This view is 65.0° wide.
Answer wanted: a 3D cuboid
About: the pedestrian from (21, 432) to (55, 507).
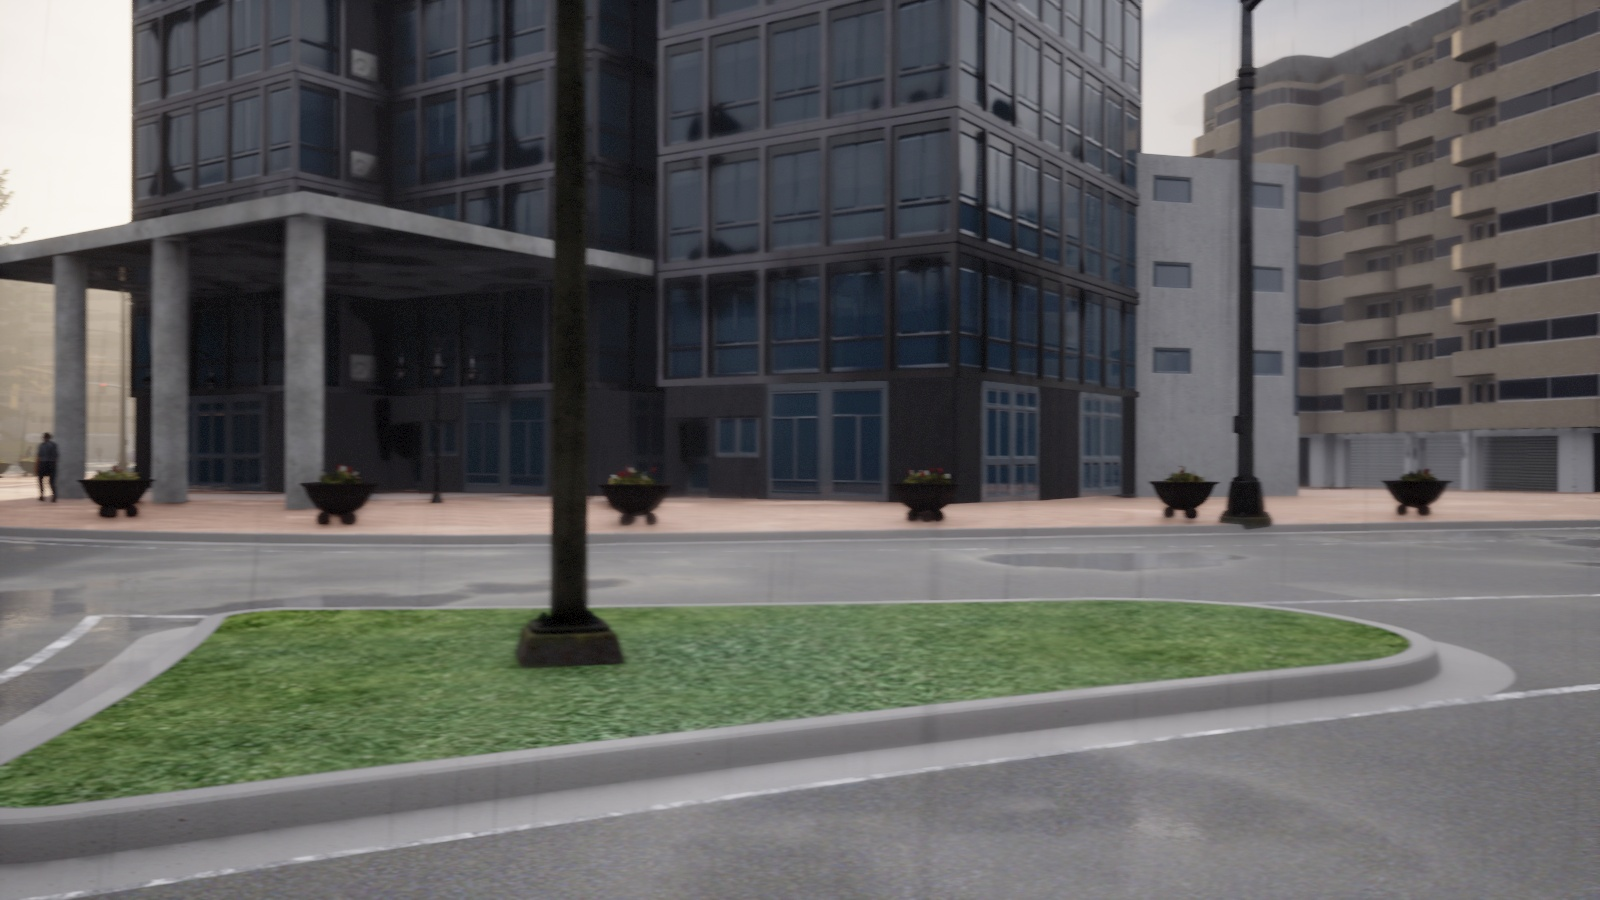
[{"bbox_3d":[-19.130,0.482,31.524,0.694,1.848,0.540,0,0,40],"label":"pedestrian"}]
